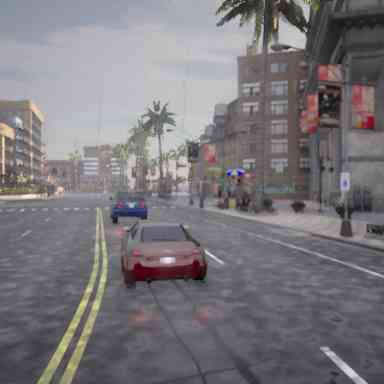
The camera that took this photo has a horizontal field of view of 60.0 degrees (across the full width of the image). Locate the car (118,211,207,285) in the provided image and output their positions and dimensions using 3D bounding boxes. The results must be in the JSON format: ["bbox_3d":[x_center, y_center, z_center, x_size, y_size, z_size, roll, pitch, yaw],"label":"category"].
[{"bbox_3d":[-0.942,1.434,9.228,1.994,1.385,4.181,0,1,-12],"label":"car"}]

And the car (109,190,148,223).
[{"bbox_3d":[-4.342,0.909,22.546,2.150,2.045,5.566,0,1,-16],"label":"car"}]
